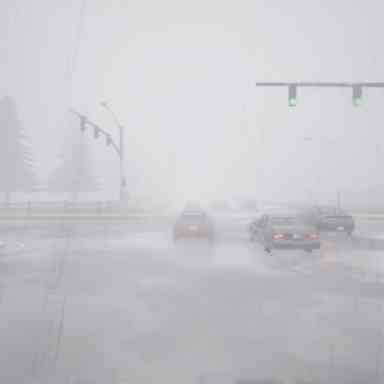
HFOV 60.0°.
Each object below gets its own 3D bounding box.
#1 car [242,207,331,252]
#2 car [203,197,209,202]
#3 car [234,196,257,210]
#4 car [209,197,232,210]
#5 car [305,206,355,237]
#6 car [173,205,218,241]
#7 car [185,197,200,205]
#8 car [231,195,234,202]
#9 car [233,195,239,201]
[{"bbox_3d":[3.600,1.579,13.922,2.033,1.411,5.357,0,0,0],"label":"car"},{"bbox_3d":[3.499,1.772,79.198,1.895,1.301,4.718,0,0,0],"label":"car"},{"bbox_3d":[7.100,1.587,42.882,2.128,1.511,4.902,0,0,0],"label":"car"},{"bbox_3d":[3.600,1.661,43.341,1.994,1.385,4.181,0,0,0],"label":"car"},{"bbox_3d":[7.100,1.533,18.309,2.128,1.511,4.902,0,0,0],"label":"car"},{"bbox_3d":[0.099,1.602,16.935,1.994,1.385,4.181,0,0,0],"label":"car"},{"bbox_3d":[0.100,1.693,41.434,1.895,1.301,4.718,0,0,0],"label":"car"},{"bbox_3d":[10.499,1.444,80.392,2.097,1.767,4.553,0,0,0],"label":"car"},{"bbox_3d":[10.499,1.646,70.002,1.837,1.490,4.892,0,0,0],"label":"car"}]
